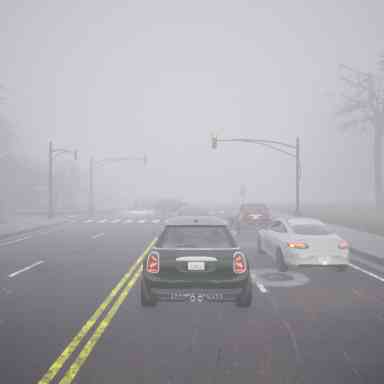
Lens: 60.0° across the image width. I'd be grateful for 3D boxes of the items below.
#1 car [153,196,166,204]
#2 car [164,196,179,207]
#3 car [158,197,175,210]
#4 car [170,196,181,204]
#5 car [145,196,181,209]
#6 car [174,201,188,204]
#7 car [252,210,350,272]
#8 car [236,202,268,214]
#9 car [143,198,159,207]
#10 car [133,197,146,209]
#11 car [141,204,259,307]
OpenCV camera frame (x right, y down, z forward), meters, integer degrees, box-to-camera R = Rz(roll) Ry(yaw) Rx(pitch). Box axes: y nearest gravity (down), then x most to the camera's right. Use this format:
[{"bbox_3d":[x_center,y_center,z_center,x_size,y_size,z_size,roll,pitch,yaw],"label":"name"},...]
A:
[{"bbox_3d":[-6.415,1.521,66.001,2.033,1.411,5.357,0,0,0],"label":"car"},{"bbox_3d":[-3.253,1.475,53.157,2.128,1.511,4.902,0,0,0],"label":"car"},{"bbox_3d":[-3.273,1.497,43.854,1.837,1.490,4.892,0,0,0],"label":"car"},{"bbox_3d":[-3.191,1.500,64.714,1.812,1.442,4.674,0,0,1],"label":"car"},{"bbox_3d":[-1.890,1.489,34.257,4.902,1.511,2.128,0,1,-42],"label":"car"},{"bbox_3d":[0.071,1.478,17.387,1.882,1.535,5.008,0,0,0],"label":"car"},{"bbox_3d":[3.351,1.526,10.674,1.812,1.442,4.674,0,0,0],"label":"car"},{"bbox_3d":[3.342,1.352,19.468,2.097,1.767,4.553,0,0,0],"label":"car"},{"bbox_3d":[-6.497,1.585,53.288,1.895,1.301,4.718,0,0,0],"label":"car"},{"bbox_3d":[-6.531,1.483,44.018,2.128,1.511,4.902,0,0,1],"label":"car"},{"bbox_3d":[0.090,1.352,8.122,2.097,1.767,4.553,0,0,0],"label":"car"}]
